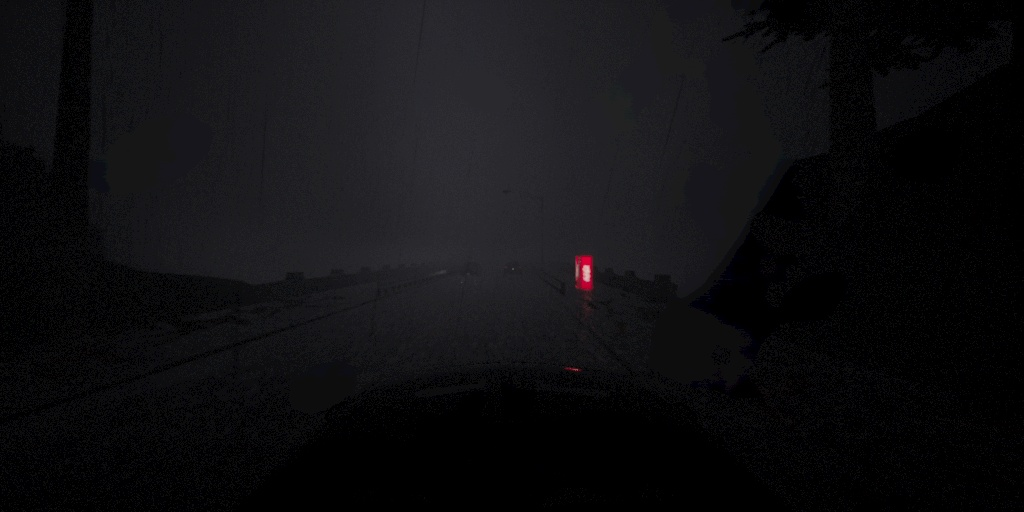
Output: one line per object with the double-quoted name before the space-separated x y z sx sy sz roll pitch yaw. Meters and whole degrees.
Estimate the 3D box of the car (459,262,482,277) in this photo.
"car" -4.070 1.295 36.101 2.033 1.411 5.357 0 0 0

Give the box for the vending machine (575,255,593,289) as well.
"vending machine" 4.310 0.944 21.324 1.100 2.100 0.880 0 0 0

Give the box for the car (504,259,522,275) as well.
"car" 0.119 1.310 39.295 1.994 1.385 4.181 0 0 0
